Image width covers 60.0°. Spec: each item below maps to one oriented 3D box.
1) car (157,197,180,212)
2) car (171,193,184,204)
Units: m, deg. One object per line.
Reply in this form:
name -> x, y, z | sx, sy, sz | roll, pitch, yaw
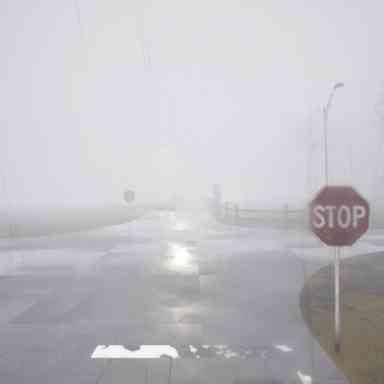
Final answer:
car -> -2.755, 1.568, 37.924 | 1.994, 1.385, 4.181 | 0, 0, 0
car -> -2.758, 1.250, 64.893 | 2.150, 2.045, 5.566 | 0, 0, 0
